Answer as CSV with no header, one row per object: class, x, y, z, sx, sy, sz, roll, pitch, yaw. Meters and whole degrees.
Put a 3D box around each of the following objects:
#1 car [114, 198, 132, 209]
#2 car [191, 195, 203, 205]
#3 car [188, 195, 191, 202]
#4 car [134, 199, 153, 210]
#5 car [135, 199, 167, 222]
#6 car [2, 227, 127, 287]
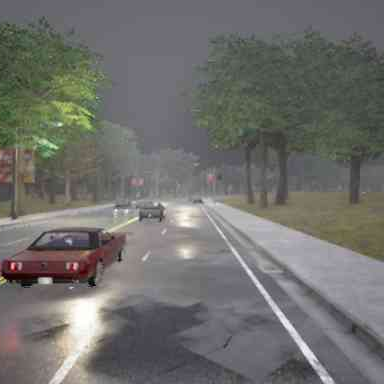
car,-9.812,1.644,47.715,1.837,1.490,4.892,0,0,0
car,1.160,1.702,65.065,1.837,1.490,4.892,0,0,0
car,0.030,1.738,84.727,2.128,1.511,4.902,0,0,0
car,-6.561,1.658,45.493,1.812,1.442,4.674,0,0,0
car,-3.141,1.572,27.202,2.128,1.511,4.902,0,0,0
car,-3.147,1.629,9.373,1.895,1.301,4.718,0,0,0
